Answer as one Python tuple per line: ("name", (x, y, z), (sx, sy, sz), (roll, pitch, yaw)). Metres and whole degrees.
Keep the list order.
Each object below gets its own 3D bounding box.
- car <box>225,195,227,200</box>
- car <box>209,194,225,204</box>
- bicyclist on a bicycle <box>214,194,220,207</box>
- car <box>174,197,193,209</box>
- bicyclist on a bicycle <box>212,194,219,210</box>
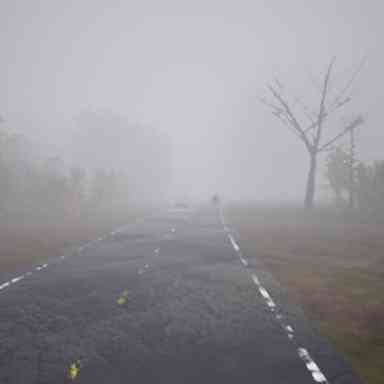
("car", (6.638, 1.146, 73.974), (1.994, 1.385, 4.181), (0, 0, 10))
("car", (4.093, 1.245, 57.067), (1.994, 1.385, 4.181), (0, 0, 8))
("bicyclist on a bicycle", (3.470, 1.109, 46.071), (0.659, 1.776, 1.843), (0, 1, 6))
("car", (-0.993, 1.310, 41.201), (2.033, 1.411, 5.357), (0, 0, 6))
("bicyclist on a bicycle", (2.550, 1.159, 36.909), (0.659, 1.776, 1.843), (0, 1, 5))
